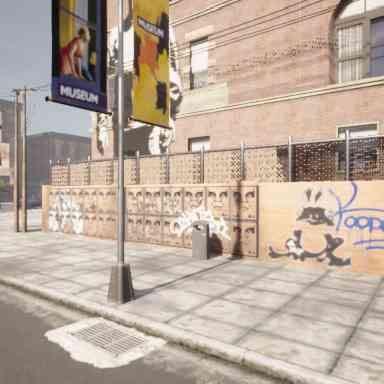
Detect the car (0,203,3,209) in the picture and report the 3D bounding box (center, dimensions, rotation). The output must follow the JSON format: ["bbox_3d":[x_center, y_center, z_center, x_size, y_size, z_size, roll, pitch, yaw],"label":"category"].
[{"bbox_3d":[-25.905,1.526,41.576,1.812,1.442,4.674,0,0,8],"label":"car"}]

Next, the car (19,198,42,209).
[{"bbox_3d":[-21.637,1.526,44.700,1.812,1.442,4.674,0,0,15],"label":"car"}]
